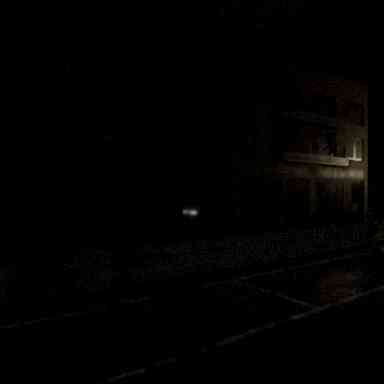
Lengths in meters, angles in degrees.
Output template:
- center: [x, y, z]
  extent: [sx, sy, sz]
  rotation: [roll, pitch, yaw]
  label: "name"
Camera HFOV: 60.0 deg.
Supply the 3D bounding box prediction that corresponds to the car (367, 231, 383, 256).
- center: [8.155, 1.529, 12.020]
  extent: [4.829, 1.417, 1.752]
  rotation: [0, 0, -36]
  label: "car"
